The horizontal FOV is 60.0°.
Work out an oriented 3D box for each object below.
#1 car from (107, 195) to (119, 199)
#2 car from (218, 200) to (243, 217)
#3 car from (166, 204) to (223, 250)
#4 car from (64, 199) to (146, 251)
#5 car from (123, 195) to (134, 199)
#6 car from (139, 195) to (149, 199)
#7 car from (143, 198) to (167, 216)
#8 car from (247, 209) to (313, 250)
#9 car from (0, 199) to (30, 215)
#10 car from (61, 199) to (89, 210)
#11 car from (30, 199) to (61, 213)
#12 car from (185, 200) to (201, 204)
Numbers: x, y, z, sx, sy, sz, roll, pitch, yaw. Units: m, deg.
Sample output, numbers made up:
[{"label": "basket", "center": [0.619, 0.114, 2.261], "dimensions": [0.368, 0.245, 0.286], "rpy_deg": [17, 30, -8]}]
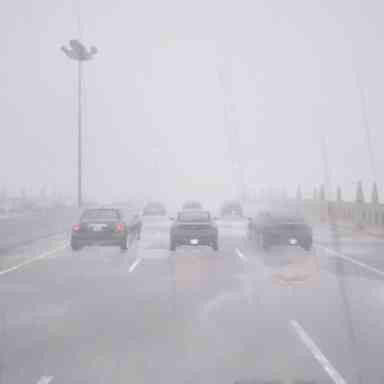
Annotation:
[{"label": "car", "center": [-17.601, 1.484, 74.646], "dimensions": [2.033, 1.411, 5.357], "rpy_deg": [0, 0, 0]}, {"label": "car", "center": [3.559, 1.483, 30.981], "dimensions": [1.837, 1.490, 4.892], "rpy_deg": [0, 0, 0]}, {"label": "car", "center": [0.081, 1.495, 14.198], "dimensions": [1.837, 1.490, 4.892], "rpy_deg": [0, 0, 0]}, {"label": "car", "center": [-3.420, 1.343, 14.141], "dimensions": [2.097, 1.767, 4.553], "rpy_deg": [0, 0, 0]}, {"label": "car", "center": [-14.100, 1.469, 74.235], "dimensions": [2.128, 1.511, 4.902], "rpy_deg": [0, 0, 0]}, {"label": "car", "center": [-10.600, 1.422, 73.823], "dimensions": [1.882, 1.535, 5.008], "rpy_deg": [0, 0, 0]}, {"label": "car", "center": [-3.442, 1.543, 31.641], "dimensions": [1.994, 1.385, 4.181], "rpy_deg": [0, 0, 0]}, {"label": "car", "center": [3.581, 1.494, 14.208], "dimensions": [1.837, 1.490, 4.892], "rpy_deg": [0, 0, 0]}, {"label": "car", "center": [-17.637, 1.473, 34.182], "dimensions": [2.128, 1.511, 4.902], "rpy_deg": [0, 0, 0]}, {"label": "car", "center": [-10.639, 1.472, 32.739], "dimensions": [2.128, 1.511, 4.902], "rpy_deg": [0, 0, 0]}, {"label": "car", "center": [-14.138, 1.506, 33.643], "dimensions": [1.812, 1.442, 4.674], "rpy_deg": [0, 0, 0]}, {"label": "car", "center": [0.059, 1.484, 30.978], "dimensions": [1.837, 1.490, 4.892], "rpy_deg": [0, 0, 0]}]
